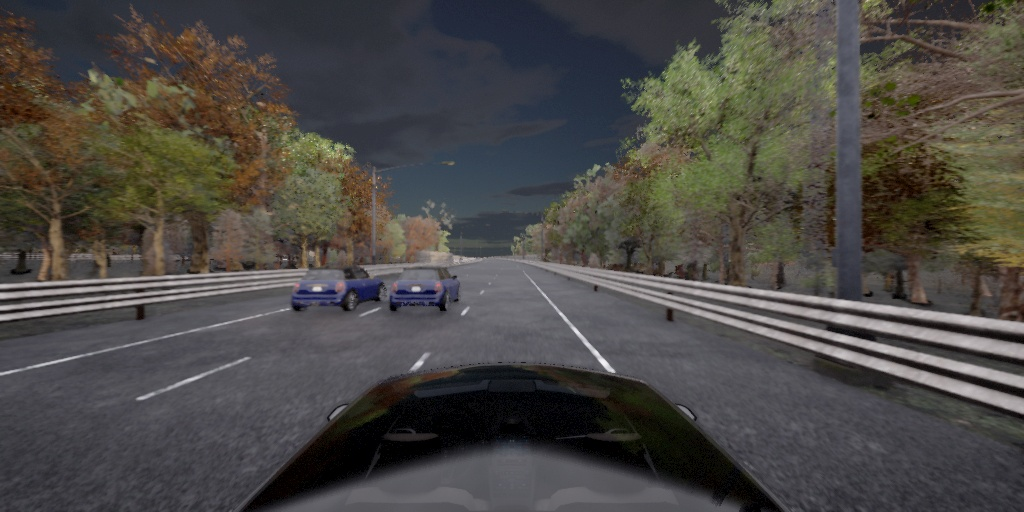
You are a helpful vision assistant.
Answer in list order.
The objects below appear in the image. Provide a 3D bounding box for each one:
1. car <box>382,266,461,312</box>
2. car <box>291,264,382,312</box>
[{"bbox_3d":[-3.403,1.187,14.833,2.097,1.767,4.553,0,0,0],"label":"car"},{"bbox_3d":[-6.902,1.187,14.837,2.097,1.767,4.553,0,0,0],"label":"car"}]
